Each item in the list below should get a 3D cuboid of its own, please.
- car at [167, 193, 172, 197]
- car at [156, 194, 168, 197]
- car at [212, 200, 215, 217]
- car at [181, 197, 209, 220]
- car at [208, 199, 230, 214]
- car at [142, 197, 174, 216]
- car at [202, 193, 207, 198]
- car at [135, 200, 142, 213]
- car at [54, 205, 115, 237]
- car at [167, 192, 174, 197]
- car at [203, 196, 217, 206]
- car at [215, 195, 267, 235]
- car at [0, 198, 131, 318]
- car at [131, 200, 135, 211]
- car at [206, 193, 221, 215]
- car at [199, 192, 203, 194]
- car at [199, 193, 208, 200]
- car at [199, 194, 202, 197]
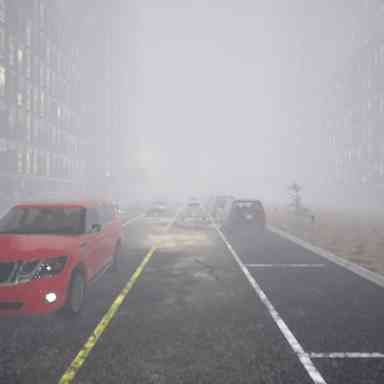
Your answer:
[{"bbox_3d":[-5.664,1.323,68.009,1.802,1.307,4.206,0,0,0],"label":"car"},{"bbox_3d":[-5.667,1.366,56.930,1.802,1.307,4.206,0,0,0],"label":"car"},{"bbox_3d":[2.702,1.456,23.692,1.887,1.381,4.507,0,0,0],"label":"car"},{"bbox_3d":[0.121,1.425,26.734,1.812,1.442,4.674,0,0,0],"label":"car"},{"bbox_3d":[2.706,1.435,34.771,1.947,1.339,4.313,0,0,0],"label":"car"},{"bbox_3d":[-3.028,1.431,30.922,2.033,1.411,5.357,0,0,1],"label":"car"},{"bbox_3d":[2.709,1.162,40.310,2.192,1.841,5.009,0,0,0],"label":"car"},{"bbox_3d":[-5.674,1.451,34.773,1.802,1.307,4.206,0,0,0],"label":"car"},{"bbox_3d":[-5.680,1.498,18.155,1.947,1.339,4.313,0,0,0],"label":"car"},{"bbox_3d":[-5.658,0.990,84.625,2.192,1.841,5.009,0,0,0],"label":"car"},{"bbox_3d":[2.711,1.356,51.389,2.008,1.369,4.403,0,0,0],"label":"car"},{"bbox_3d":[2.702,1.247,18.152,2.192,1.841,5.009,0,0,0],"label":"car"},{"bbox_3d":[-3.087,1.194,7.680,2.150,2.045,5.566,0,0,0],"label":"car"},{"bbox_3d":[-5.678,1.462,23.694,2.008,1.369,4.403,0,0,0],"label":"car"},{"bbox_3d":[2.705,1.205,29.231,2.192,1.841,5.009,0,0,0],"label":"car"},{"bbox_3d":[2.716,1.306,68.007,1.947,1.339,4.313,0,0,0],"label":"car"},{"bbox_3d":[2.720,1.137,79.084,1.967,1.590,4.097,0,0,0],"label":"car"},{"bbox_3d":[0.116,1.356,44.784,1.812,1.442,4.674,0,0,0],"label":"car"}]
